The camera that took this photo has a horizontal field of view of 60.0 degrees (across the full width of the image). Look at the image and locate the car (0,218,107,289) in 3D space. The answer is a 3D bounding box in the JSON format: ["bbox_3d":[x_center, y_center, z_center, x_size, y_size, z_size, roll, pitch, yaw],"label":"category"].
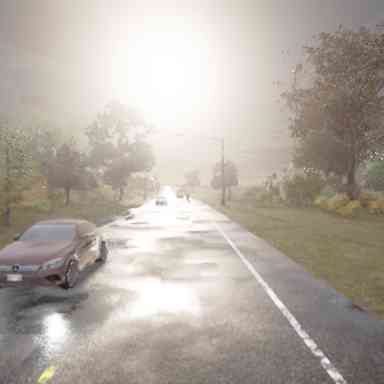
[{"bbox_3d":[-3.650,1.484,9.135,1.812,1.442,4.674,0,0,0],"label":"car"}]

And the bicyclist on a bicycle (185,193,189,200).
[{"bbox_3d":[-1.231,1.079,76.458,0.866,1.612,1.509,0,0,-3],"label":"bicyclist on a bicycle"}]

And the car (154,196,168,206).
[{"bbox_3d":[-4.524,1.298,49.469,1.812,1.442,4.674,0,0,-2],"label":"car"}]

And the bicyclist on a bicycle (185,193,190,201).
[{"bbox_3d":[-0.748,1.056,67.435,0.659,1.776,1.843,0,1,-3],"label":"bicyclist on a bicycle"}]

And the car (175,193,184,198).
[{"bbox_3d":[-3.277,1.100,93.813,1.994,1.385,4.181,0,0,-4],"label":"car"}]
